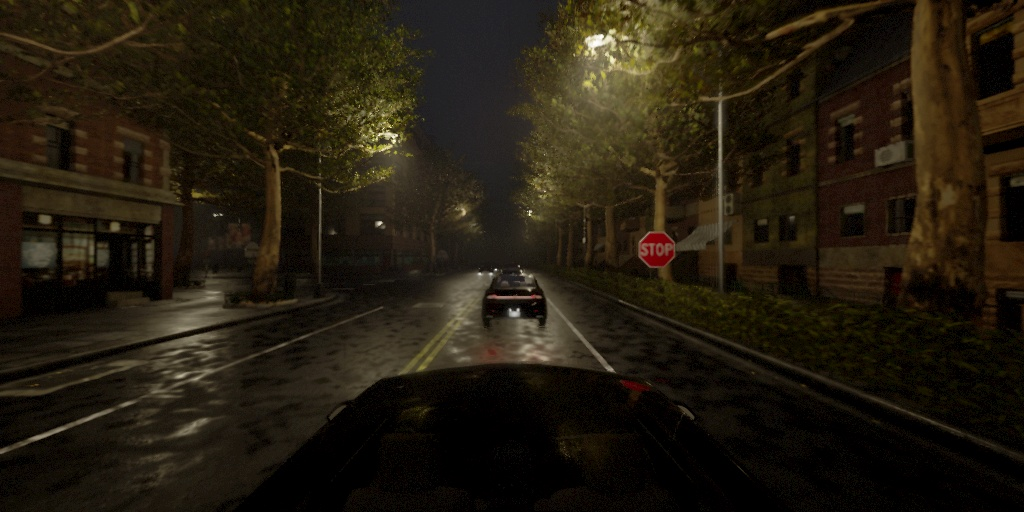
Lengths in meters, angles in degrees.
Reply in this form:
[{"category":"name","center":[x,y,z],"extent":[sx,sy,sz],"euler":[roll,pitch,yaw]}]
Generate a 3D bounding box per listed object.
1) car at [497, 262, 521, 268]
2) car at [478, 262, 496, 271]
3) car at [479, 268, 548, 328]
[{"category":"car","center":[0.078,1.491,29.642],"extent":[2.033,1.411,5.357],"euler":[0,0,0]},{"category":"car","center":[-3.600,1.593,50.482],"extent":[1.837,1.490,4.892],"euler":[0,0,0]},{"category":"car","center":[0.076,1.311,11.704],"extent":[2.128,1.511,4.902],"euler":[0,0,0]}]
